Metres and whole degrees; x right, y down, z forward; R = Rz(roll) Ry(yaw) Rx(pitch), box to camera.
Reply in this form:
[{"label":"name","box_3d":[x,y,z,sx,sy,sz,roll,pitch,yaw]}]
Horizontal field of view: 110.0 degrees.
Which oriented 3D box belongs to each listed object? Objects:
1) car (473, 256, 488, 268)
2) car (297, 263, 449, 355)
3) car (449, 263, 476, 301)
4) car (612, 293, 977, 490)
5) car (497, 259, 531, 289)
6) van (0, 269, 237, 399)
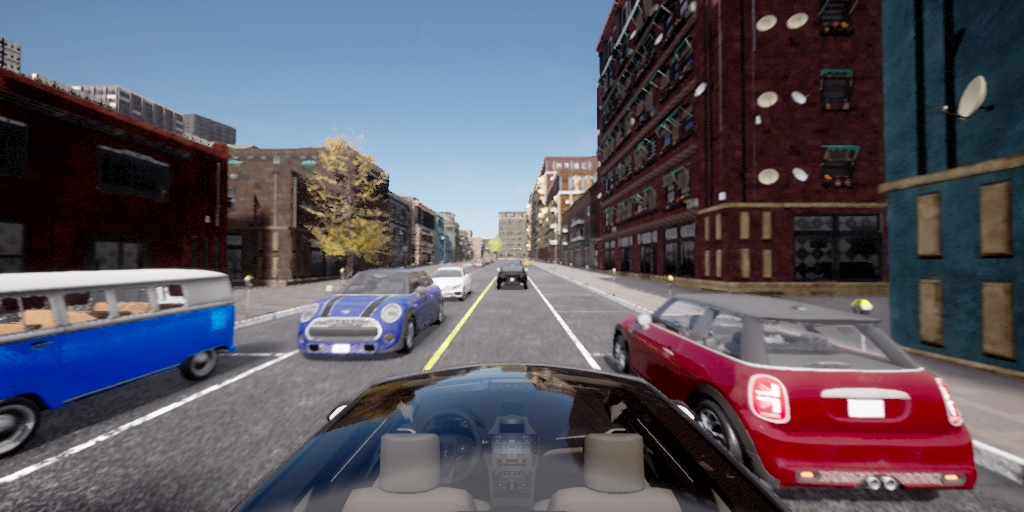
[{"label":"car","box_3d":[-5.674,1.140,61.488,1.967,1.591,4.097,0,0,0]},{"label":"car","box_3d":[-3.087,1.098,8.781,2.097,1.767,4.553,0,0,1]},{"label":"car","box_3d":[-2.996,1.262,17.310,1.812,1.442,4.674,0,0,0]},{"label":"car","box_3d":[2.692,1.187,4.681,1.967,1.591,4.097,0,0,0]},{"label":"car","box_3d":[0.031,1.208,23.258,1.882,1.535,5.008,0,0,0]},{"label":"van","box_3d":[-5.689,1.089,4.622,1.690,1.789,3.998,0,0,0]}]
